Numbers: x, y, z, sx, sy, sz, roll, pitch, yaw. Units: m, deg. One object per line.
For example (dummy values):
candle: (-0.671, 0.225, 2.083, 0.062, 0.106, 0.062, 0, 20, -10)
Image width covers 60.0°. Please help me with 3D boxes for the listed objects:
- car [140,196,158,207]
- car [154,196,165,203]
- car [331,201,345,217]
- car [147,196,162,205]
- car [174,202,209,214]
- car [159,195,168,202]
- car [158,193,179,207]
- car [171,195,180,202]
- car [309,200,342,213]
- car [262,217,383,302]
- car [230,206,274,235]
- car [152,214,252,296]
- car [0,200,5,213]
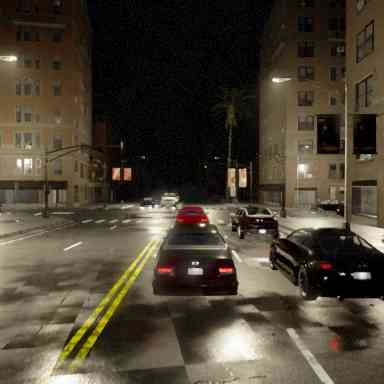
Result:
car: (-6.855, 1.587, 52.100, 1.994, 1.385, 4.181, 0, 0, -1)
car: (-6.847, 1.565, 70.502, 2.033, 1.411, 5.357, 0, 0, 0)
car: (16.057, 1.780, 31.775, 4.313, 1.339, 1.947, 0, 0, 0)
car: (-6.868, 1.517, 60.928, 2.128, 1.511, 4.902, 0, 0, 0)
car: (0.008, 1.533, 18.765, 1.812, 1.442, 4.674, 0, 0, 0)
car: (-6.896, 1.532, 80.572, 1.812, 1.442, 4.674, 0, 0, 0)
car: (-3.601, 1.245, 52.982, 2.150, 2.045, 5.566, 0, 0, 0)
car: (-3.618, 1.500, 74.762, 1.882, 1.535, 5.008, 0, 0, 0)
car: (15.836, 1.623, 37.714, 4.902, 1.511, 2.128, 0, 1, 2)
car: (3.268, 1.567, 8.354, 1.994, 1.385, 4.181, 0, 0, 1)
car: (3.166, 1.513, 17.358, 1.837, 1.490, 4.892, 0, 0, 0)
car: (0.049, 1.551, 8.799, 2.033, 1.411, 5.357, 0, 0, 0)
car: (-20.521, 1.417, 31.782, 4.674, 1.442, 1.812, 0, 1, -8)
